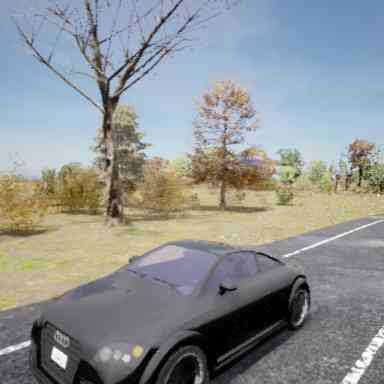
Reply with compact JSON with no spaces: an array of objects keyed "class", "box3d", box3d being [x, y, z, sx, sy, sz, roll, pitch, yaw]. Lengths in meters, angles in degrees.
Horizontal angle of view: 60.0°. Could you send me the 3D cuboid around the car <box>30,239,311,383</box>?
[{"class":"car","box3d":[0.045,1.431,4.735,1.994,1.385,4.181,3,2,42]}]
